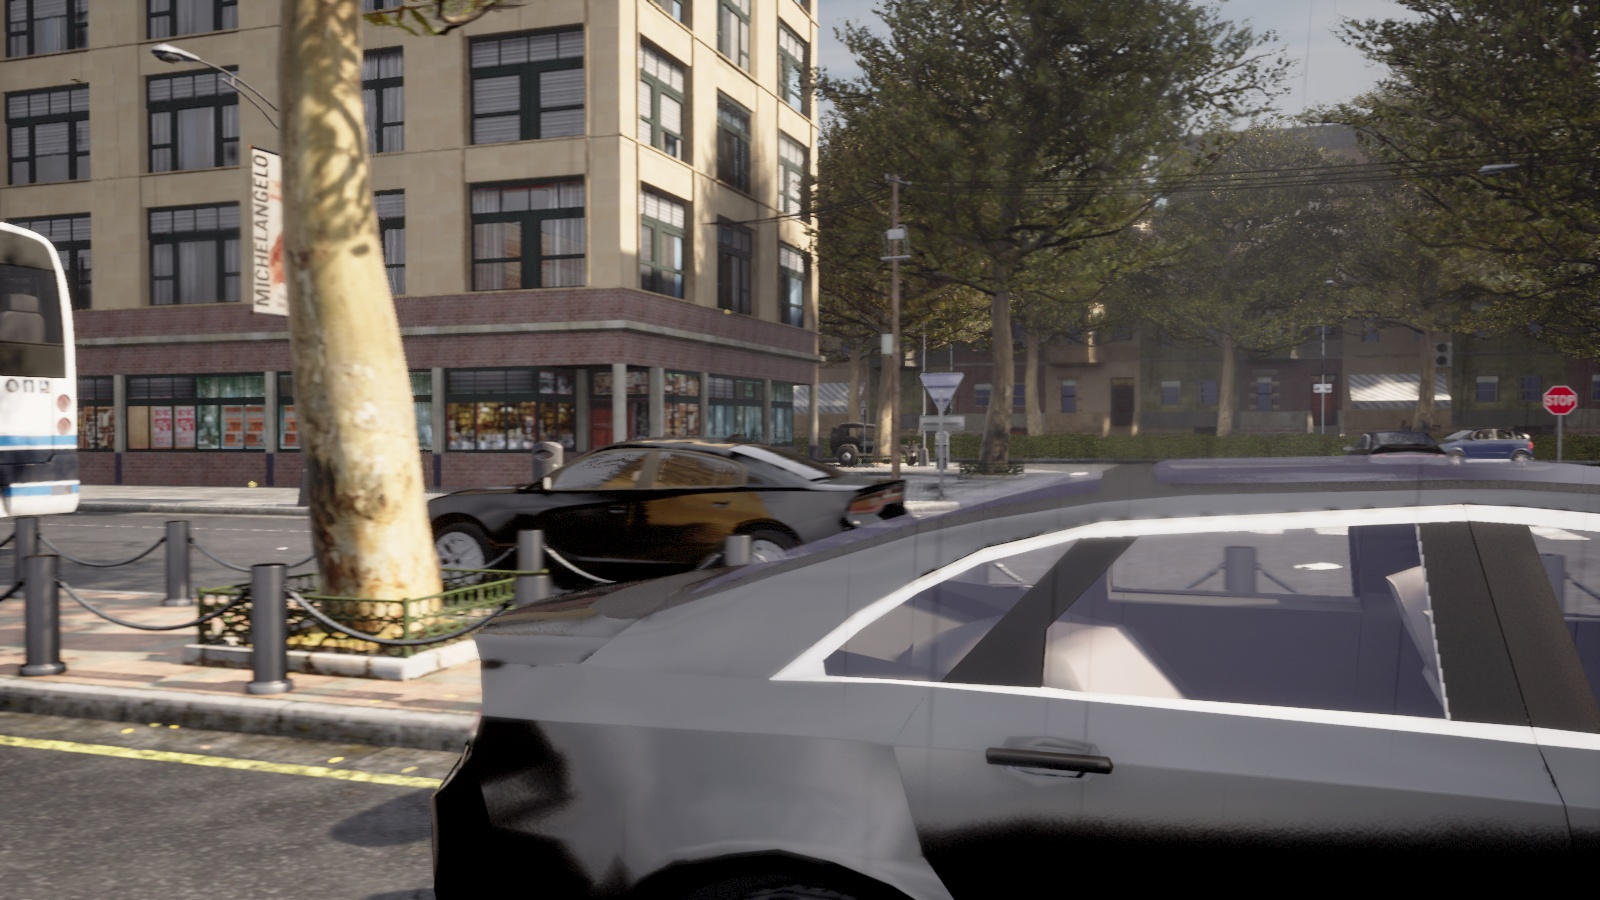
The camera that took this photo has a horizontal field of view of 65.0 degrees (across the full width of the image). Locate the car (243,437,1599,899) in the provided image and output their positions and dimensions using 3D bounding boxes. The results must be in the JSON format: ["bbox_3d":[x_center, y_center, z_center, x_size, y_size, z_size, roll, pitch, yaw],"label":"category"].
[{"bbox_3d":[1.585,0.746,2.659,4.902,1.511,2.128,1,1,19],"label":"car"}]

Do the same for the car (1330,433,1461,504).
[{"bbox_3d":[13.830,0.363,29.459,2.128,1.511,4.902,1,1,18],"label":"car"}]

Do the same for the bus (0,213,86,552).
[{"bbox_3d":[-15.142,-0.875,16.707,10.273,4.253,3.944,1,1,19],"label":"bus"}]

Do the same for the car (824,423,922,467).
[{"bbox_3d":[3.182,-0.235,54.314,3.866,1.878,1.905,1,1,19],"label":"car"}]

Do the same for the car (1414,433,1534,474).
[{"bbox_3d":[26.287,0.119,49.029,3.705,1.549,1.789,0,1,1],"label":"car"}]

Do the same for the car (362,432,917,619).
[{"bbox_3d":[-1.532,0.604,12.148,5.008,1.535,1.882,1,1,19],"label":"car"}]
